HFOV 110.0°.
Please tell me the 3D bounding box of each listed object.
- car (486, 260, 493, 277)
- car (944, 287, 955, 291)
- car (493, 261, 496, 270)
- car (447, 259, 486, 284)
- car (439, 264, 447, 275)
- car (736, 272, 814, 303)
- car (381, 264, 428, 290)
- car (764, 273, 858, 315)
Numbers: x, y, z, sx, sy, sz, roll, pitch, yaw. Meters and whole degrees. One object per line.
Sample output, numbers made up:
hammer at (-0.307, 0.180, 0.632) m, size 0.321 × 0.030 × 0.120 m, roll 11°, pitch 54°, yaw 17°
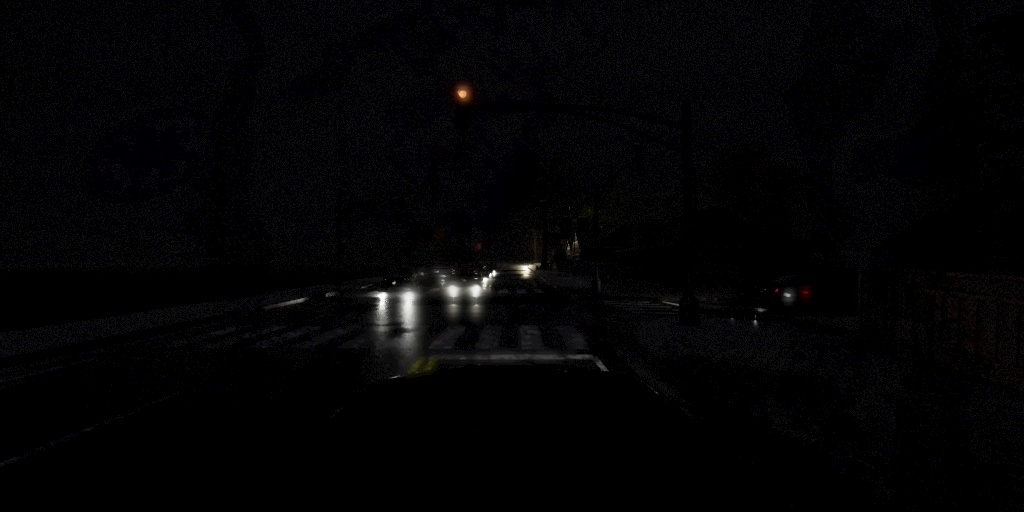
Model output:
car at (-3.343, 1.108, 35.676) m, size 2.097 × 1.767 × 4.553 m, roll 0°, pitch 0°, yaw 0°
car at (22.953, 1.739, 16.912) m, size 5.357 × 1.411 × 2.033 m, roll 1°, pitch -2°, yaw -3°
car at (-3.335, 1.282, 44.635) m, size 1.812 × 1.442 × 4.674 m, roll 0°, pitch 0°, yaw 0°
car at (-3.305, 1.109, 26.847) m, size 2.097 × 1.767 × 4.553 m, roll 0°, pitch 0°, yaw -1°
car at (-6.593, 1.320, 38.971) m, size 1.994 × 1.385 × 4.181 m, roll 0°, pitch 0°, yaw 0°
car at (13.065, 1.508, 16.544) m, size 5.008 × 1.535 × 1.882 m, roll 1°, pitch -2°, yaw -2°
car at (-6.598, 1.262, 22.438) m, size 1.837 × 1.490 × 4.892 m, roll 0°, pitch 0°, yaw 0°
car at (12.479, 1.498, 13.669) m, size 4.181 × 1.385 × 1.994 m, roll 1°, pitch -2°, yaw -2°
